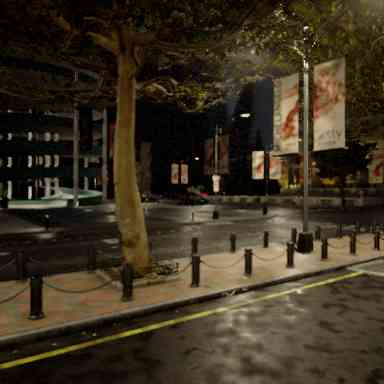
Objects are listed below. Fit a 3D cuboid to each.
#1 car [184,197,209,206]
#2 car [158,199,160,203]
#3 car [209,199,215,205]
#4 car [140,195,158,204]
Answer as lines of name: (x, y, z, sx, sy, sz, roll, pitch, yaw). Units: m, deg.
car: (0.392, 1.683, 56.524, 1.994, 1.385, 4.181, 0, 0, -36)
car: (-9.119, 1.622, 72.223, 4.892, 1.490, 1.837, 0, 0, 37)
car: (2.116, 1.625, 60.204, 2.128, 1.511, 4.902, 0, 0, -35)
car: (-9.837, 1.467, 68.449, 4.553, 1.767, 2.097, 0, 0, 37)
